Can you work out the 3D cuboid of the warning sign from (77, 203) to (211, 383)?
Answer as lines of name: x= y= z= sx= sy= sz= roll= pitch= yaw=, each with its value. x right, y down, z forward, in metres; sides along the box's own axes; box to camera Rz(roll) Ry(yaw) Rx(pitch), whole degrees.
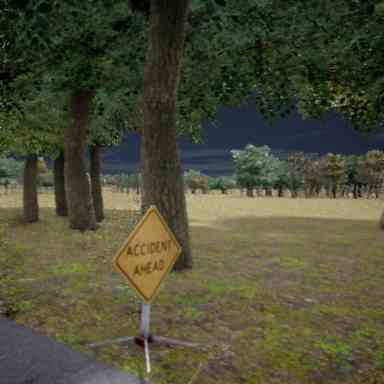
warning sign: x=-0.588 y=1.108 z=4.386 sx=1.060 sy=1.860 sz=1.300 roll=2 pitch=0 yaw=35
